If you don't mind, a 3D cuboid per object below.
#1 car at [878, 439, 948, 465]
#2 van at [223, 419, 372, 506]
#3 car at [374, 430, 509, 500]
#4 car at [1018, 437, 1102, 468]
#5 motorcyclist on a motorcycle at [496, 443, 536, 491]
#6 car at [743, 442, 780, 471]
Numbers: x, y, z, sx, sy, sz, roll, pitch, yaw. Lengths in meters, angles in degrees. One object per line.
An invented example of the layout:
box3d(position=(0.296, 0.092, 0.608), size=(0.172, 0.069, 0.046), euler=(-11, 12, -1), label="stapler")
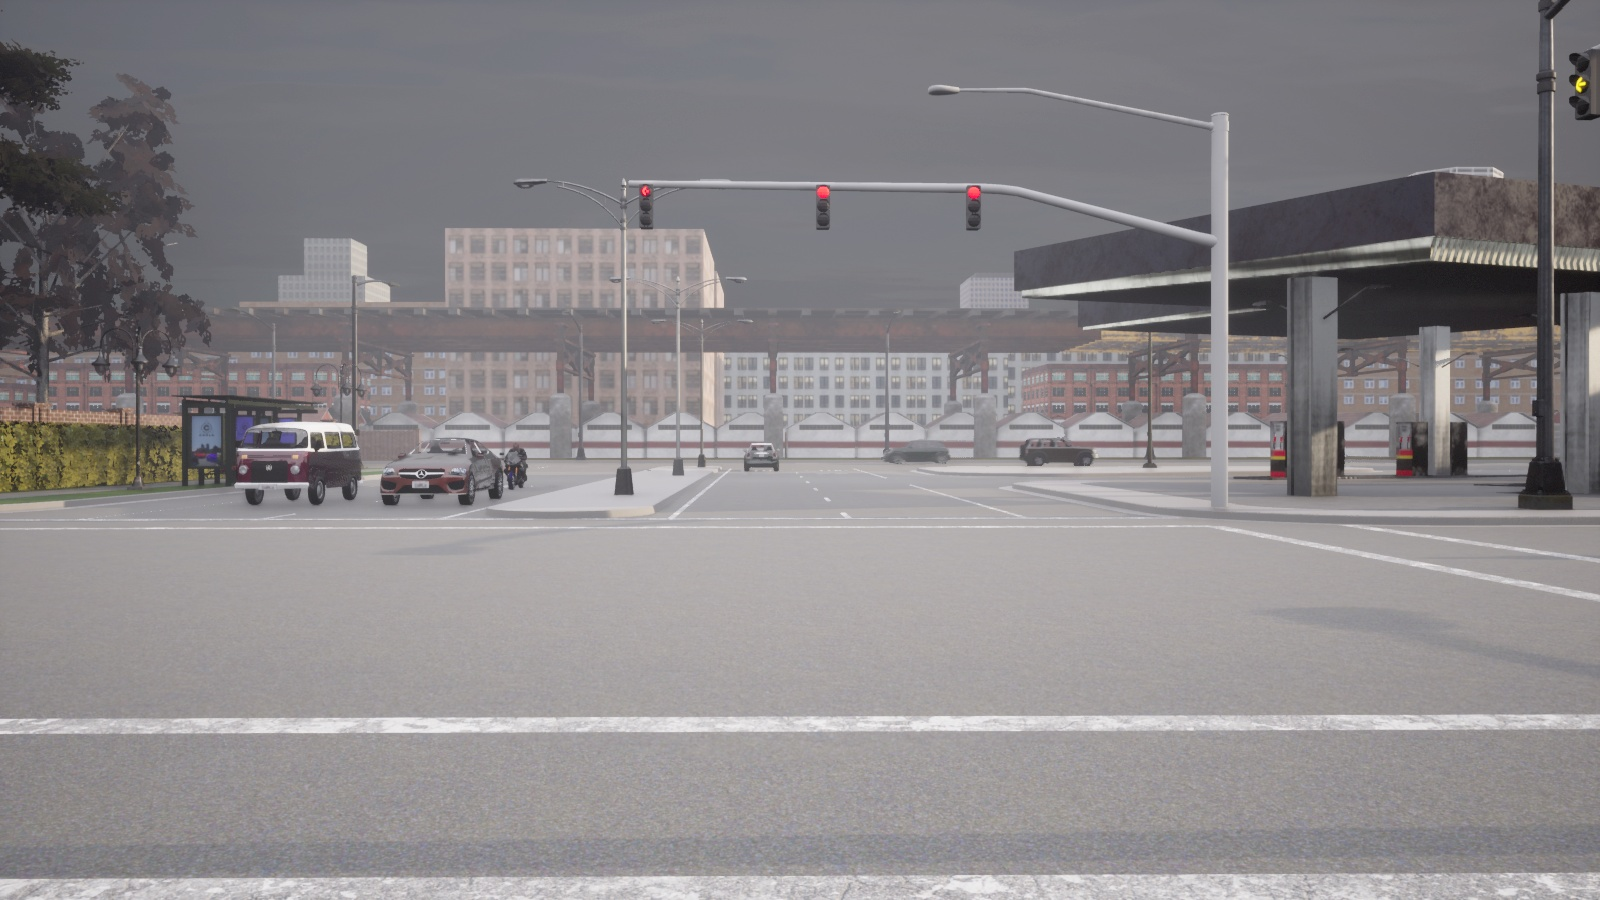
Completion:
box3d(position=(7.695, 0.126, 85.936), size=(4.553, 1.767, 2.097), euler=(0, 0, -2), label="car")
box3d(position=(-12.501, 0.282, 31.579), size=(2.069, 2.038, 4.480), euler=(0, 0, -2), label="van")
box3d(position=(-9.015, 0.337, 32.078), size=(2.152, 1.651, 5.027), euler=(0, 0, -2), label="car")
box3d(position=(15.637, 0.149, 75.655), size=(4.605, 1.855, 1.932), euler=(0, 0, -1), label="car")
box3d(position=(-9.259, 0.543, 41.008), size=(0.866, 1.530, 2.191), euler=(0, 0, -2), label="motorcyclist on a motorcycle")
box3d(position=(-2.068, 0.330, 67.421), size=(1.970, 1.475, 3.806), euler=(0, 0, -2), label="car")
